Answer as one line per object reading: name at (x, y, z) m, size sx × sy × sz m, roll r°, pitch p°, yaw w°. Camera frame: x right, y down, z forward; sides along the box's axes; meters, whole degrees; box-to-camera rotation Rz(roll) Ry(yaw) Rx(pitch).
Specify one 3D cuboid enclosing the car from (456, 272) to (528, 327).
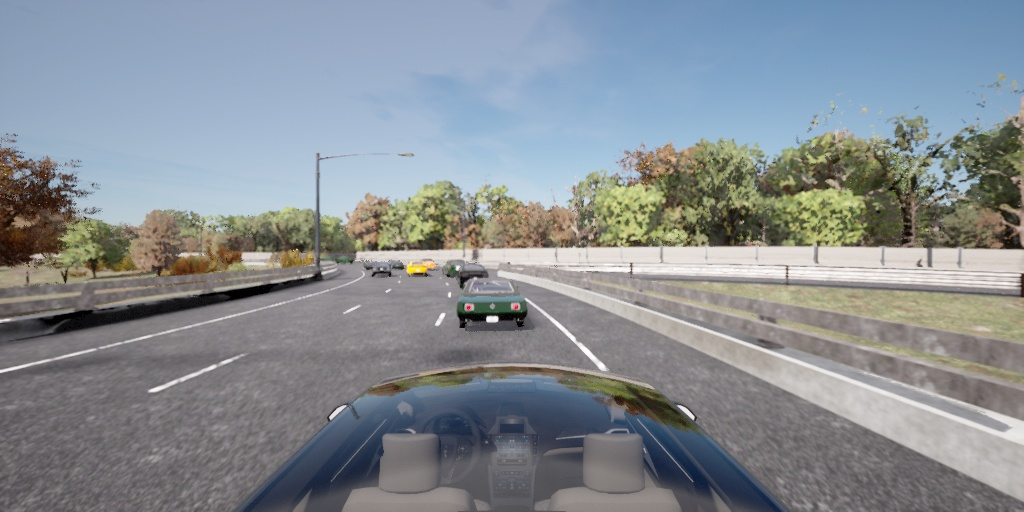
car at (-0.712, 1.354, 11.543) m, size 1.895 × 1.301 × 4.718 m, roll 0°, pitch 0°, yaw -5°

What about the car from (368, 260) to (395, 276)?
car at (-13.506, 1.323, 37.165) m, size 2.033 × 1.411 × 5.357 m, roll 0°, pitch 0°, yaw -20°

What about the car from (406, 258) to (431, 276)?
car at (-10.116, 1.247, 37.887) m, size 1.882 × 1.535 × 5.008 m, roll 0°, pitch 0°, yaw -19°

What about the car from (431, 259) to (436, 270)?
car at (-12.698, 1.130, 52.522) m, size 2.097 × 1.767 × 4.553 m, roll 0°, pitch 0°, yaw -26°

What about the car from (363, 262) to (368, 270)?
car at (-20.682, 1.353, 52.672) m, size 1.994 × 1.385 × 4.181 m, roll 0°, pitch 0°, yaw -29°

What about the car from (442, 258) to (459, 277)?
car at (-5.740, 1.116, 35.726) m, size 2.097 × 1.767 × 4.553 m, roll 0°, pitch 0°, yaw -17°

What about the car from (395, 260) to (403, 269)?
car at (-18.088, 1.350, 55.179) m, size 1.994 × 1.385 × 4.181 m, roll 0°, pitch 0°, yaw -29°

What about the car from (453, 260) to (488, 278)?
car at (-2.746, 1.236, 24.368) m, size 1.882 × 1.535 × 5.008 m, roll 0°, pitch 0°, yaw -12°
